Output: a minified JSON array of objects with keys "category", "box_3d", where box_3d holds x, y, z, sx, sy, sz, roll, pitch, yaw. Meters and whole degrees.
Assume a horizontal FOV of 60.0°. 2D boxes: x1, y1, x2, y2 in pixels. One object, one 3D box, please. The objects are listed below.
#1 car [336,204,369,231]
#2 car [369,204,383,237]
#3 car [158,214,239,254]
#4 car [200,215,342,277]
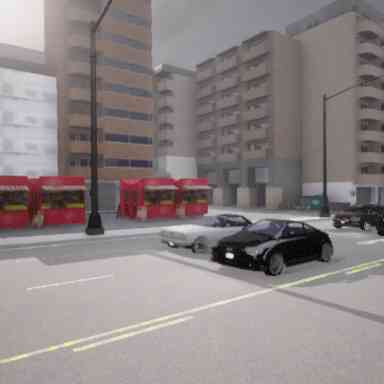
[{"category":"car","box_3d":[10.701,1.531,20.743,4.892,1.490,1.837,1,0,-37]},{"category":"car","box_3d":[11.635,1.243,17.069,5.566,2.045,2.150,1,0,-37]},{"category":"car","box_3d":[1.017,1.592,13.520,4.718,1.301,1.895,0,0,-37]},{"category":"car","box_3d":[2.571,1.553,10.332,4.181,1.385,1.994,0,0,-39]}]
